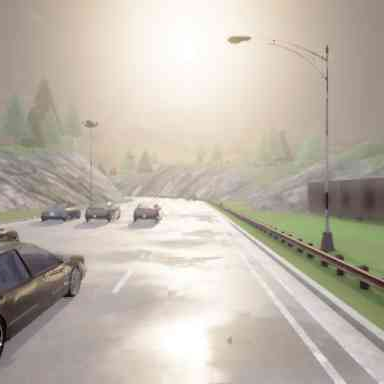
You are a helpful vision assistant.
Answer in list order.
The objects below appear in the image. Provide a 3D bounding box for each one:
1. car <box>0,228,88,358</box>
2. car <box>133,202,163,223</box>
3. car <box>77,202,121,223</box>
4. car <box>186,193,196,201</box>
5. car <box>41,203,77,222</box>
[{"bbox_3d":[-3.399,1.555,5.503,2.033,1.411,5.357,0,0,0],"label":"car"},{"bbox_3d":[-3.356,1.523,25.950,2.128,1.511,4.902,0,0,0],"label":"car"},{"bbox_3d":[-6.856,1.523,25.950,2.128,1.511,4.902,0,0,0],"label":"car"},{"bbox_3d":[-0.187,1.328,87.641,2.150,2.045,5.566,0,0,-8],"label":"car"},{"bbox_3d":[-10.352,1.596,26.619,1.994,1.385,4.181,0,0,0],"label":"car"}]
